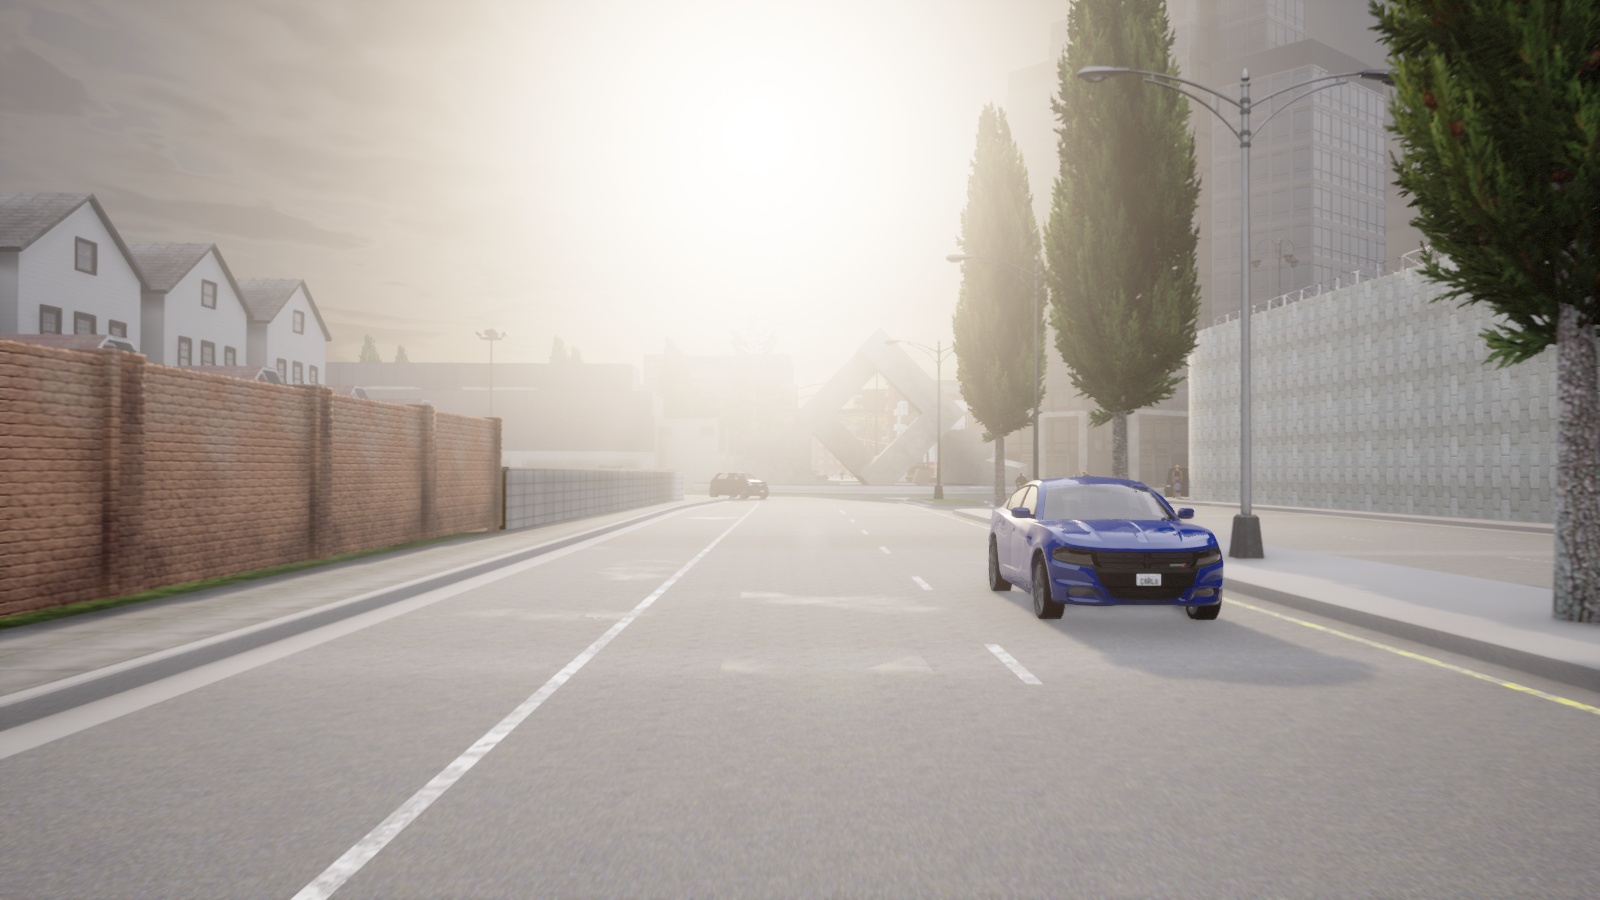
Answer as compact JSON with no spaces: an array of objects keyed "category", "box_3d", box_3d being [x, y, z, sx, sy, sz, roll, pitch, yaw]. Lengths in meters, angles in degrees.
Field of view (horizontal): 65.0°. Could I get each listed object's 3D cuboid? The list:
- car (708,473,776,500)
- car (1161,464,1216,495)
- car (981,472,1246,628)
[{"category":"car","box_3d":[-3.253,2.009,69.744,1.845,1.501,3.633,1,-2,-44]},{"category":"car","box_3d":[24.232,1.823,78.227,1.905,1.878,3.866,-1,-1,41]},{"category":"car","box_3d":[3.464,1.029,14.942,1.882,1.535,5.008,0,-1,0]}]
